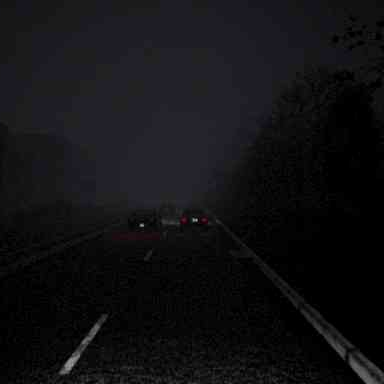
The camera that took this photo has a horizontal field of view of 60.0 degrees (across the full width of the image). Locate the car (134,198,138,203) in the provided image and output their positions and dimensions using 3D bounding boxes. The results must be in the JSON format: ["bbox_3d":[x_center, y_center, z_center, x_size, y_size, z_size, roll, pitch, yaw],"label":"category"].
[{"bbox_3d":[-15.223,2.234,80.968,2.231,1.521,4.892,0,-1,0],"label":"car"}]

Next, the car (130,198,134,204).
[{"bbox_3d":[-15.204,2.179,75.442,2.231,1.521,4.892,0,-1,0],"label":"car"}]

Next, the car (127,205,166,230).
[{"bbox_3d":[-3.138,1.829,23.052,1.895,1.301,4.718,0,-1,0],"label":"car"}]

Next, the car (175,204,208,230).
[{"bbox_3d":[0.112,1.773,22.725,2.033,1.411,5.357,0,-1,0],"label":"car"}]

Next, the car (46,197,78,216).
[{"bbox_3d":[-15.054,1.537,36.738,2.435,2.045,5.566,0,-1,0],"label":"car"}]

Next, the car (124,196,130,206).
[{"bbox_3d":[-15.181,1.869,69.761,2.435,2.045,5.566,0,-1,0],"label":"car"}]

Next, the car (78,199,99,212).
[{"bbox_3d":[-15.146,1.884,46.155,2.231,1.521,4.892,0,-1,1],"label":"car"}]

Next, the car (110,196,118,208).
[{"bbox_3d":[-15.139,1.884,58.770,2.185,1.767,4.553,0,-1,0],"label":"car"}]

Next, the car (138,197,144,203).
[{"bbox_3d":[-15.267,2.339,91.825,1.946,1.575,5.366,0,-1,0],"label":"car"}]

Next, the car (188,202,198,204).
[{"bbox_3d":[0.122,1.976,41.769,1.994,1.385,4.181,0,-1,0],"label":"car"}]

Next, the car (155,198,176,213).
[{"bbox_3d":[-3.127,1.912,42.757,2.128,1.511,4.902,0,-1,0],"label":"car"}]

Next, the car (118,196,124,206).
[{"bbox_3d":[-15.159,2.060,64.077,1.946,1.575,5.366,0,-1,0],"label":"car"}]

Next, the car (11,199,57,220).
[{"bbox_3d":[-15.033,1.734,31.245,2.231,1.521,4.892,0,-1,0],"label":"car"}]

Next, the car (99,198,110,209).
[{"bbox_3d":[-15.117,1.949,53.027,1.946,1.575,5.366,0,-1,0],"label":"car"}]
